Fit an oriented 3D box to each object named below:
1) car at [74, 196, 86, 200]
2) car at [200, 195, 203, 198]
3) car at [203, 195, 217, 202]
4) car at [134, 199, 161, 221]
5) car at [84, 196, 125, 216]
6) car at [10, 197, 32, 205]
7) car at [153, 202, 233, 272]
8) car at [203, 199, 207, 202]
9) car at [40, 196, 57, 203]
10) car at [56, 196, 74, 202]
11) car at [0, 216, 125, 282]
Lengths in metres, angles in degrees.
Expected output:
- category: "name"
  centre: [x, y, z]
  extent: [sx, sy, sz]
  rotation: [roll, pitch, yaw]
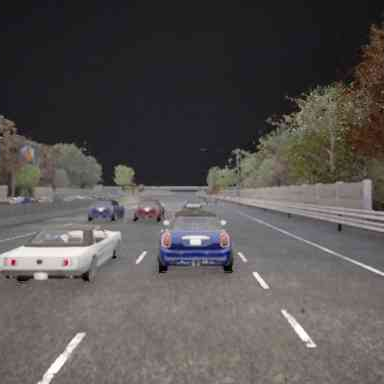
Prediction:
- category: "car"
  centre: [-17.556, 1.434, 56.008]
  extent: [2.097, 1.767, 4.553]
  rotation: [0, 0, 1]
- category: "car"
  centre: [3.493, 1.562, 76.159]
  extent: [1.882, 1.535, 5.008]
  rotation: [0, 0, 0]
- category: "car"
  centre: [3.494, 1.516, 60.164]
  extent: [1.994, 1.385, 4.181]
  rotation: [0, 0, 0]
- category: "car"
  centre: [-3.404, 1.386, 27.260]
  extent: [2.097, 1.767, 4.553]
  rotation: [0, 0, 0]
- category: "car"
  centre: [-6.903, 1.386, 27.289]
  extent: [2.097, 1.767, 4.553]
  rotation: [0, 0, 0]
- category: "car"
  centre: [-28.040, 1.605, 54.752]
  extent: [1.812, 1.442, 4.674]
  rotation: [0, 0, 1]
- category: "car"
  centre: [0.096, 1.363, 11.014]
  extent: [2.097, 1.767, 4.553]
  rotation: [0, 0, 0]
- category: "car"
  centre: [0.096, 1.561, 28.696]
  extent: [1.812, 1.442, 4.674]
  rotation: [0, 0, 0]
- category: "car"
  centre: [-24.535, 1.438, 57.711]
  extent: [2.097, 1.767, 4.553]
  rotation: [0, 0, 1]
- category: "car"
  centre: [-21.040, 1.578, 57.653]
  extent: [2.128, 1.511, 4.902]
  rotation: [0, 0, 1]
- category: "car"
  centre: [-3.398, 1.610, 9.712]
  extent: [1.895, 1.301, 4.718]
  rotation: [0, 0, 0]
